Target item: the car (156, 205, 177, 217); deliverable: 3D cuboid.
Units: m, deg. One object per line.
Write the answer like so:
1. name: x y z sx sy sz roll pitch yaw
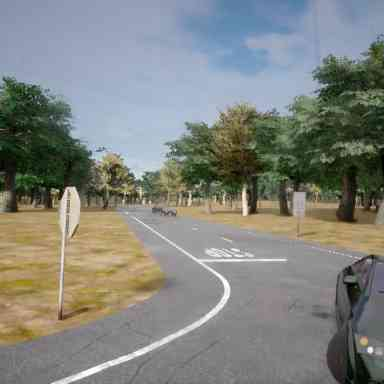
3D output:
1. car: -3.489 2.851 48.054 1.895 1.301 4.718 3 -2 -13

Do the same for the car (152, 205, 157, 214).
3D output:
1. car: -5.751 2.962 56.899 1.882 1.535 5.008 3 -2 -14

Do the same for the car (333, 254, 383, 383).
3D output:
1. car: 3.130 1.643 4.656 1.994 1.385 4.181 1 -1 22
